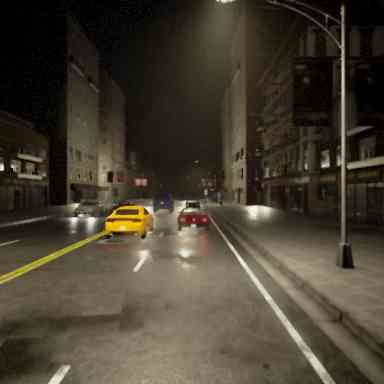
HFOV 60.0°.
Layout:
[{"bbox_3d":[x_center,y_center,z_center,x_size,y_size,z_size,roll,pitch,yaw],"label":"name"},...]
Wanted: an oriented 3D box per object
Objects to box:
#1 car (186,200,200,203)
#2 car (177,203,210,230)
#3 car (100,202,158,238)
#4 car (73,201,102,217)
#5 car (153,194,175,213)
[{"bbox_3d":[0.089,1.641,42.281,1.895,1.301,4.718,0,0,0],"label":"car"},{"bbox_3d":[0.095,1.620,21.094,1.895,1.301,4.718,0,0,0],"label":"car"},{"bbox_3d":[-3.154,1.494,17.667,1.882,1.535,5.008,0,0,0],"label":"car"},{"bbox_3d":[-9.762,1.556,31.791,1.812,1.442,4.674,0,0,0],"label":"car"},{"bbox_3d":[-3.171,1.257,37.740,2.150,2.045,5.566,0,0,0],"label":"car"}]
